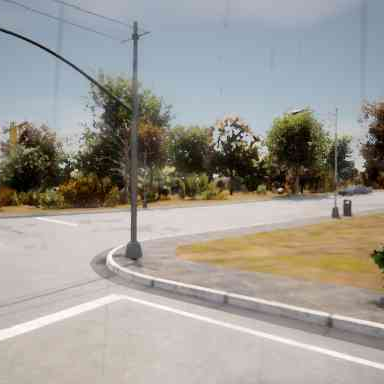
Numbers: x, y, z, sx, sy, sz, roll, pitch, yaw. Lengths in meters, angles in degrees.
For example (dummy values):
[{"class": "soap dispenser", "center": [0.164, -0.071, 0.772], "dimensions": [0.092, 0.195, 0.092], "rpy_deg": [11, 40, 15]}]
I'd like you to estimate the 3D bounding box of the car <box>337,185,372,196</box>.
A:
[{"class": "car", "center": [23.537, -0.224, 47.968], "dimensions": [5.357, 1.411, 2.033], "rpy_deg": [-3, 2, -25]}]
